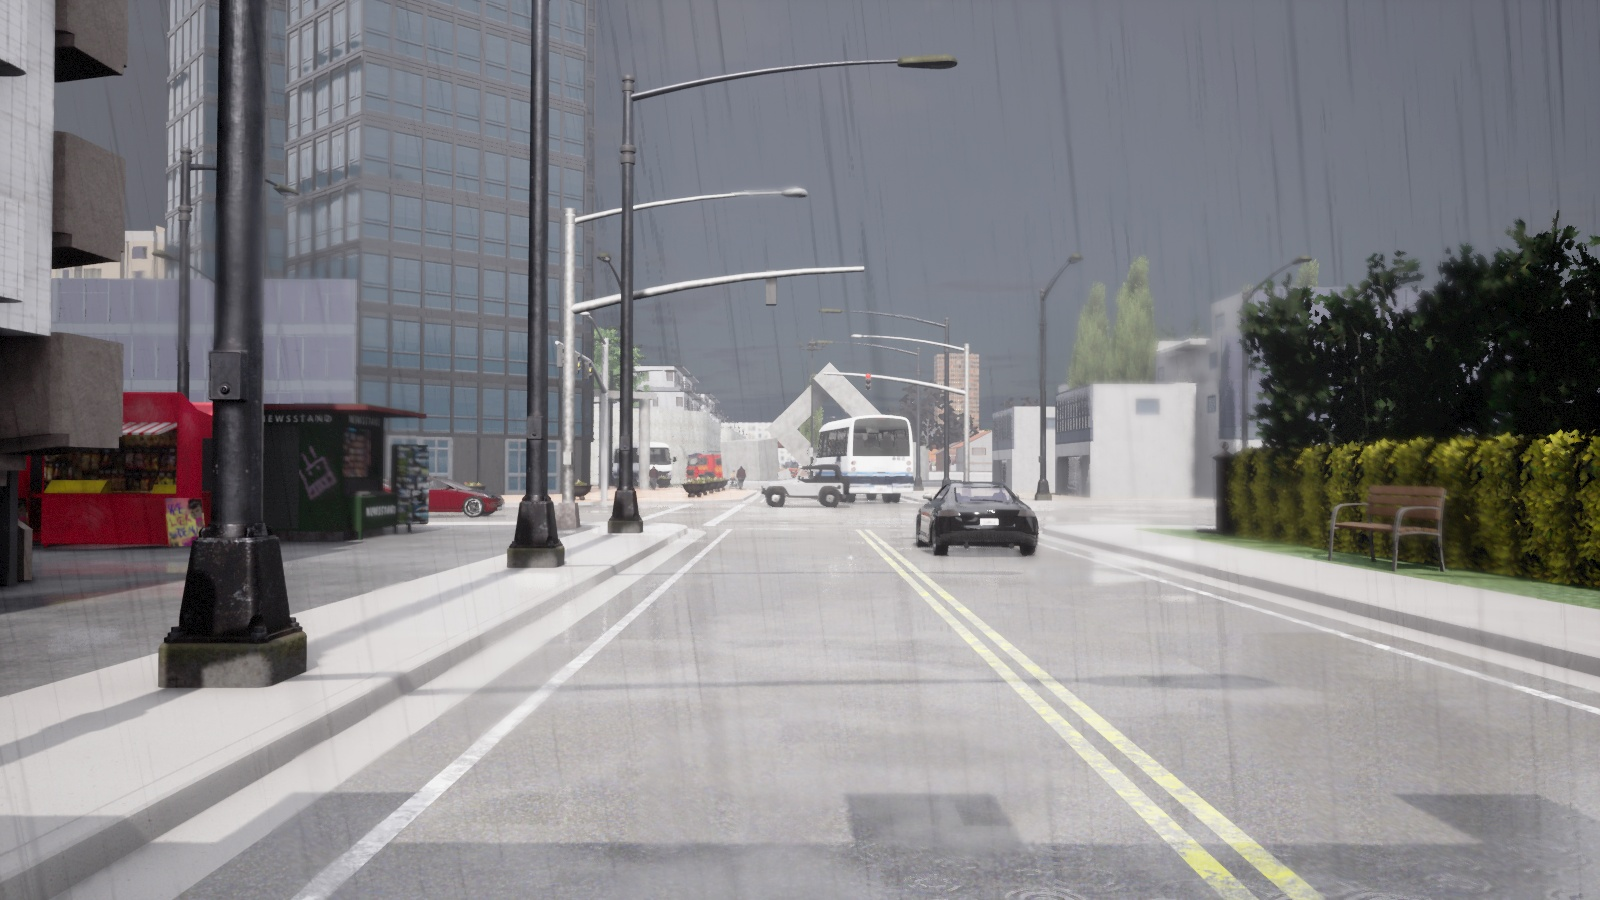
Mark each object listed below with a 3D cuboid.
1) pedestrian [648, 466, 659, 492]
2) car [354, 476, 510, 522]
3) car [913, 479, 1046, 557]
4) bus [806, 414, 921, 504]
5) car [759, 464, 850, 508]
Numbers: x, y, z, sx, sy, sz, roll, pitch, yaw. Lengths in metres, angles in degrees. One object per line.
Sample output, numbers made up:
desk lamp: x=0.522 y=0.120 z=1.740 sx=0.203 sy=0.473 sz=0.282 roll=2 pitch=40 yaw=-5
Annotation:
pedestrian: x=-10.377 y=2.029 z=89.051 sx=0.634 sy=1.844 sz=0.899 roll=0 pitch=-1 yaw=0
car: x=-12.781 y=1.706 z=43.870 sx=4.792 sy=1.488 sz=2.163 roll=-1 pitch=-1 yaw=-1
car: x=3.437 y=1.280 z=24.800 sx=1.994 sy=1.385 sz=4.181 roll=0 pitch=-1 yaw=0
bus: x=3.052 y=0.513 z=64.891 sx=3.944 sy=4.253 sz=10.273 roll=0 pitch=-1 yaw=-9
car: x=0.186 y=1.547 z=54.509 sx=3.866 sy=1.878 sz=1.905 roll=0 pitch=-1 yaw=-1
